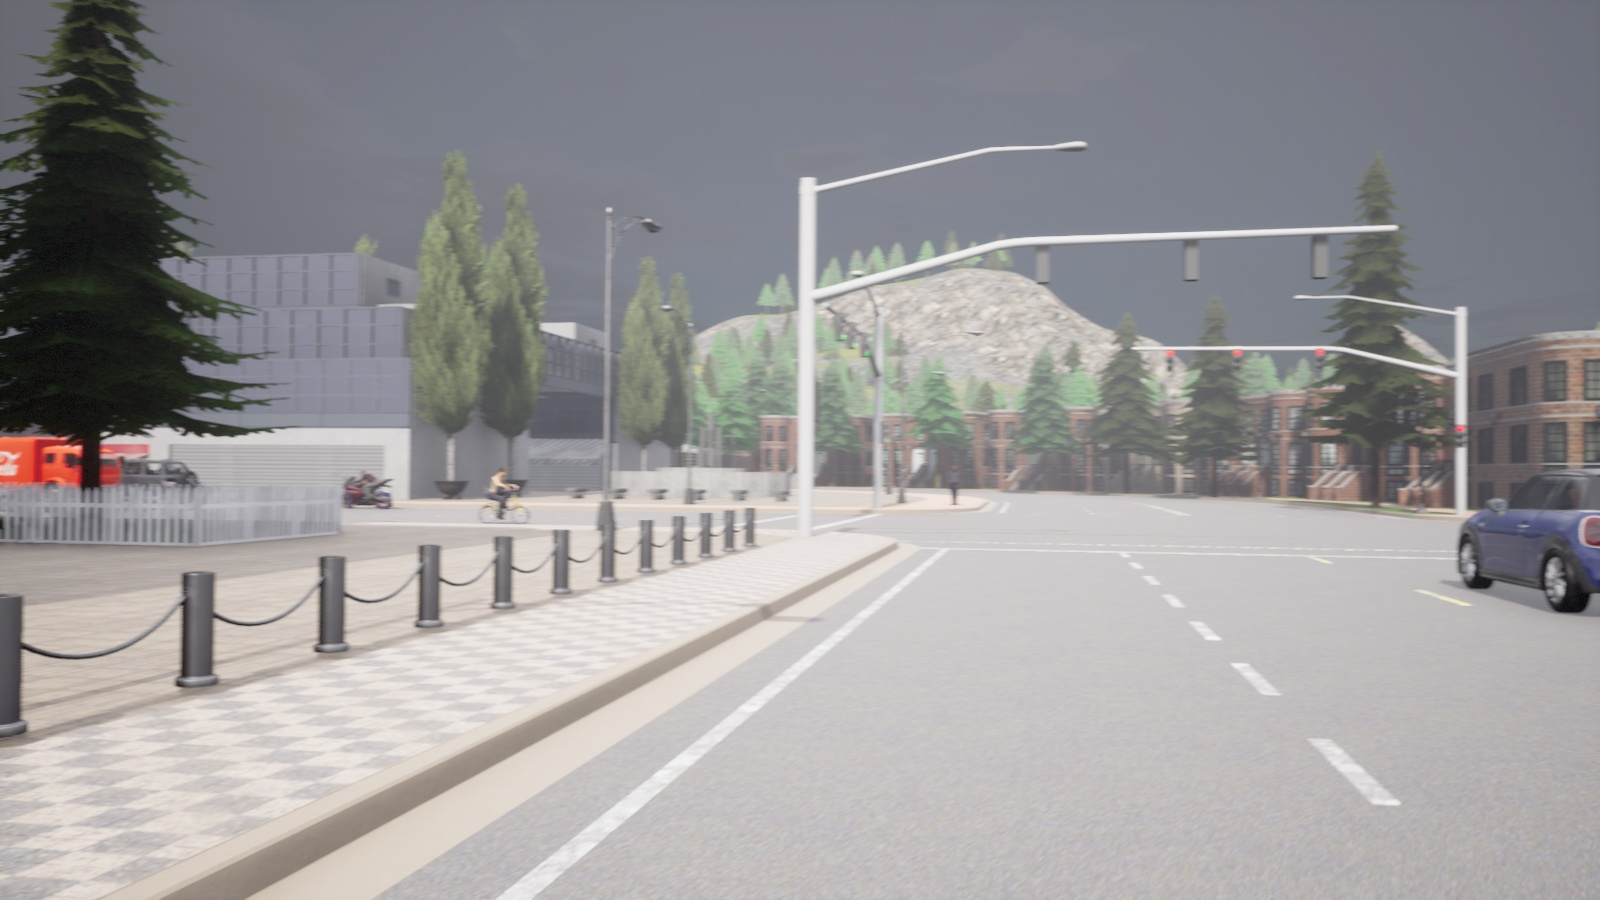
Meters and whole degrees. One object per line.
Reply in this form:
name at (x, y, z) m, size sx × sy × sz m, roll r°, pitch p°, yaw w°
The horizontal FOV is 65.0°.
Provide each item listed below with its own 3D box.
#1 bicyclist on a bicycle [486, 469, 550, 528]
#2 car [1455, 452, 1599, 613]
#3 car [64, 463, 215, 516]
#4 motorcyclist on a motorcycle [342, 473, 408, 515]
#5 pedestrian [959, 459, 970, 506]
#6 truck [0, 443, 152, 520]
bicyclist on a bicycle at (-7.834, 1.343, 34.928) m, size 1.509 × 1.612 × 0.866 m, roll 0°, pitch -1°, yaw 11°
car at (10.165, 0.944, 15.918) m, size 2.097 × 1.767 × 4.553 m, roll 0°, pitch -1°, yaw 11°
car at (-23.741, 1.395, 45.201) m, size 4.605 × 1.855 × 1.932 m, roll 0°, pitch -1°, yaw 11°
motorcyclist on a motorcycle at (-15.990, 1.649, 47.234) m, size 2.191 × 1.530 × 0.866 m, roll 0°, pitch -1°, yaw 11°
pedestrian at (7.018, 1.380, 53.478) m, size 0.423 × 1.949 × 0.788 m, roll 0°, pitch -1°, yaw 4°
truck at (-24.817, 1.035, 41.856) m, size 5.204 × 2.467 × 2.627 m, roll 0°, pitch -1°, yaw 11°
